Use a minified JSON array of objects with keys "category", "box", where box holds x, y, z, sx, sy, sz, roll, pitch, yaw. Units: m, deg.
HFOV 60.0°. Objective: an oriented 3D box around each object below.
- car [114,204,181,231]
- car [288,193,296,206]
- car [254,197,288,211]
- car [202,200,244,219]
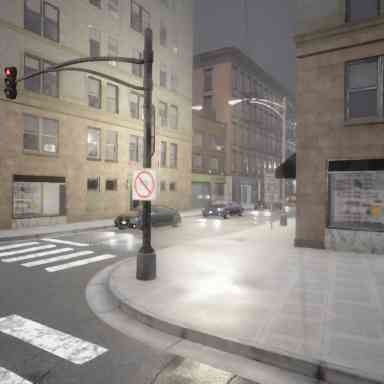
[{"category":"car","box":[-2.421,1.388,18.887,1.994,1.385,4.181,1,1,34]},{"category":"car","box":[13.713,0.870,42.991,2.097,1.767,4.553,1,1,34]},{"category":"car","box":[7.991,1.191,34.481,1.994,1.385,4.181,1,1,34]},{"category":"car","box":[2.493,1.296,26.254,1.994,1.385,4.181,1,1,34]}]
